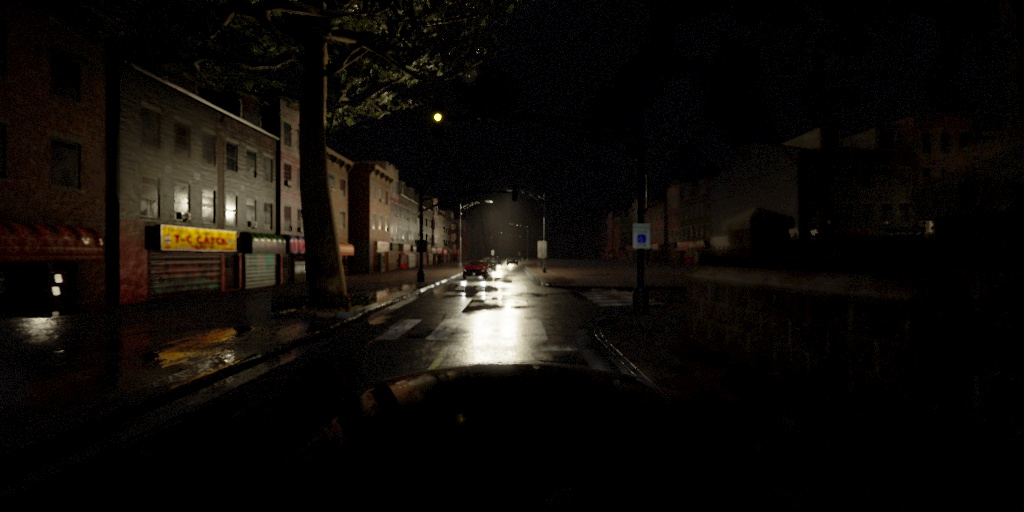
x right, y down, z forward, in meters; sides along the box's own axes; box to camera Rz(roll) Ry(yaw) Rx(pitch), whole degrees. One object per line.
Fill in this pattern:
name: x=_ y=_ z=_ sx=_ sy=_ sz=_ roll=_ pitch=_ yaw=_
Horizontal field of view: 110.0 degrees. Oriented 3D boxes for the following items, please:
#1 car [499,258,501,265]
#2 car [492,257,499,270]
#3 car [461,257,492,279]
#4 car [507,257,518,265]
car: x=-2.775 y=0.824 z=60.065 sx=1.812 sy=1.442 sz=4.674 roll=0 pitch=0 yaw=0
car: x=-2.839 y=0.904 z=42.855 sx=1.837 sy=1.490 sz=4.892 roll=0 pitch=1 yaw=0
car: x=-2.849 y=1.036 z=29.050 sx=1.812 sy=1.442 sz=4.674 roll=0 pitch=1 yaw=0
car: x=0.100 y=0.889 z=62.556 sx=1.895 sy=1.301 sz=4.718 roll=0 pitch=0 yaw=0
